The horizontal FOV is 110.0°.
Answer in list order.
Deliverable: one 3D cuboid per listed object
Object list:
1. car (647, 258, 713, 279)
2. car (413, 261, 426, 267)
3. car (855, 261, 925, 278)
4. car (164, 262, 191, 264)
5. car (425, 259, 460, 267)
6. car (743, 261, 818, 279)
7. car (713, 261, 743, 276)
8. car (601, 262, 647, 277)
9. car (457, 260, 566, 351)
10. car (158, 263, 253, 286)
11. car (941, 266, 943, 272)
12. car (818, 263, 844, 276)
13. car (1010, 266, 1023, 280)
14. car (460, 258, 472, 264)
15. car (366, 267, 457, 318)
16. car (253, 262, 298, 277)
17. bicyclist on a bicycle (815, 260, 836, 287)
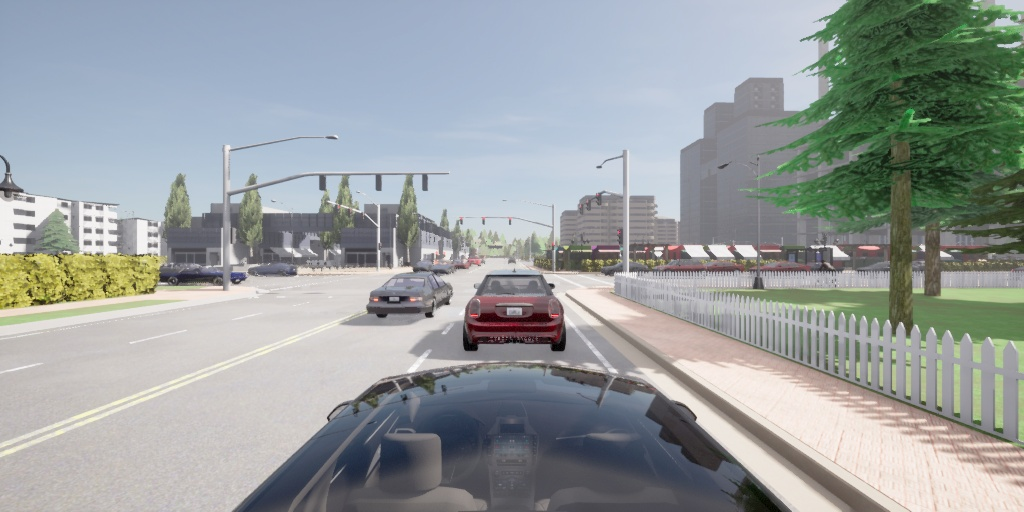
[{"bbox_3d":[15.079,1.102,32.376,4.553,1.767,2.097,0,0,-1],"label":"car"},{"bbox_3d":[-10.601,1.297,43.616,2.033,1.411,5.357,0,0,0],"label":"car"},{"bbox_3d":[34.354,1.255,32.849,4.892,1.490,1.837,0,0,-1],"label":"car"},{"bbox_3d":[-25.390,1.242,27.774,4.902,1.511,2.128,0,0,-2],"label":"car"},{"bbox_3d":[-7.103,1.298,37.248,2.033,1.411,5.357,0,0,0],"label":"car"},{"bbox_3d":[24.292,1.228,32.606,5.008,1.535,1.882,0,0,-1],"label":"car"},{"bbox_3d":[20.555,1.228,36.017,5.008,1.535,1.882,0,0,-1],"label":"car"},{"bbox_3d":[11.231,1.276,35.763,4.674,1.442,1.812,0,0,-1],"label":"car"},{"bbox_3d":[0.064,1.102,9.128,2.097,1.767,4.553,0,0,0],"label":"car"},{"bbox_3d":[-20.881,1.351,24.378,4.718,1.301,1.895,0,0,-1],"label":"car"},{"bbox_3d":[40.679,1.241,36.486,4.902,1.511,2.128,0,0,-1],"label":"car"},{"bbox_3d":[30.454,1.351,36.261,4.718,1.301,1.895,0,0,-1],"label":"car"},{"bbox_3d":[43.879,1.314,29.433,4.181,1.385,1.994,0,0,-3],"label":"car"},{"bbox_3d":[-7.100,1.351,50.094,1.895,1.301,4.718,0,0,0],"label":"car"},{"bbox_3d":[-3.418,1.297,12.963,2.033,1.411,5.357,0,0,0],"label":"car"},{"bbox_3d":[-23.293,1.314,34.936,4.181,1.385,1.994,0,0,-2],"label":"car"},{"bbox_3d":[18.791,1.052,21.483,0.582,1.620,1.656,0,0,-1],"label":"bicyclist on a bicycle"}]
